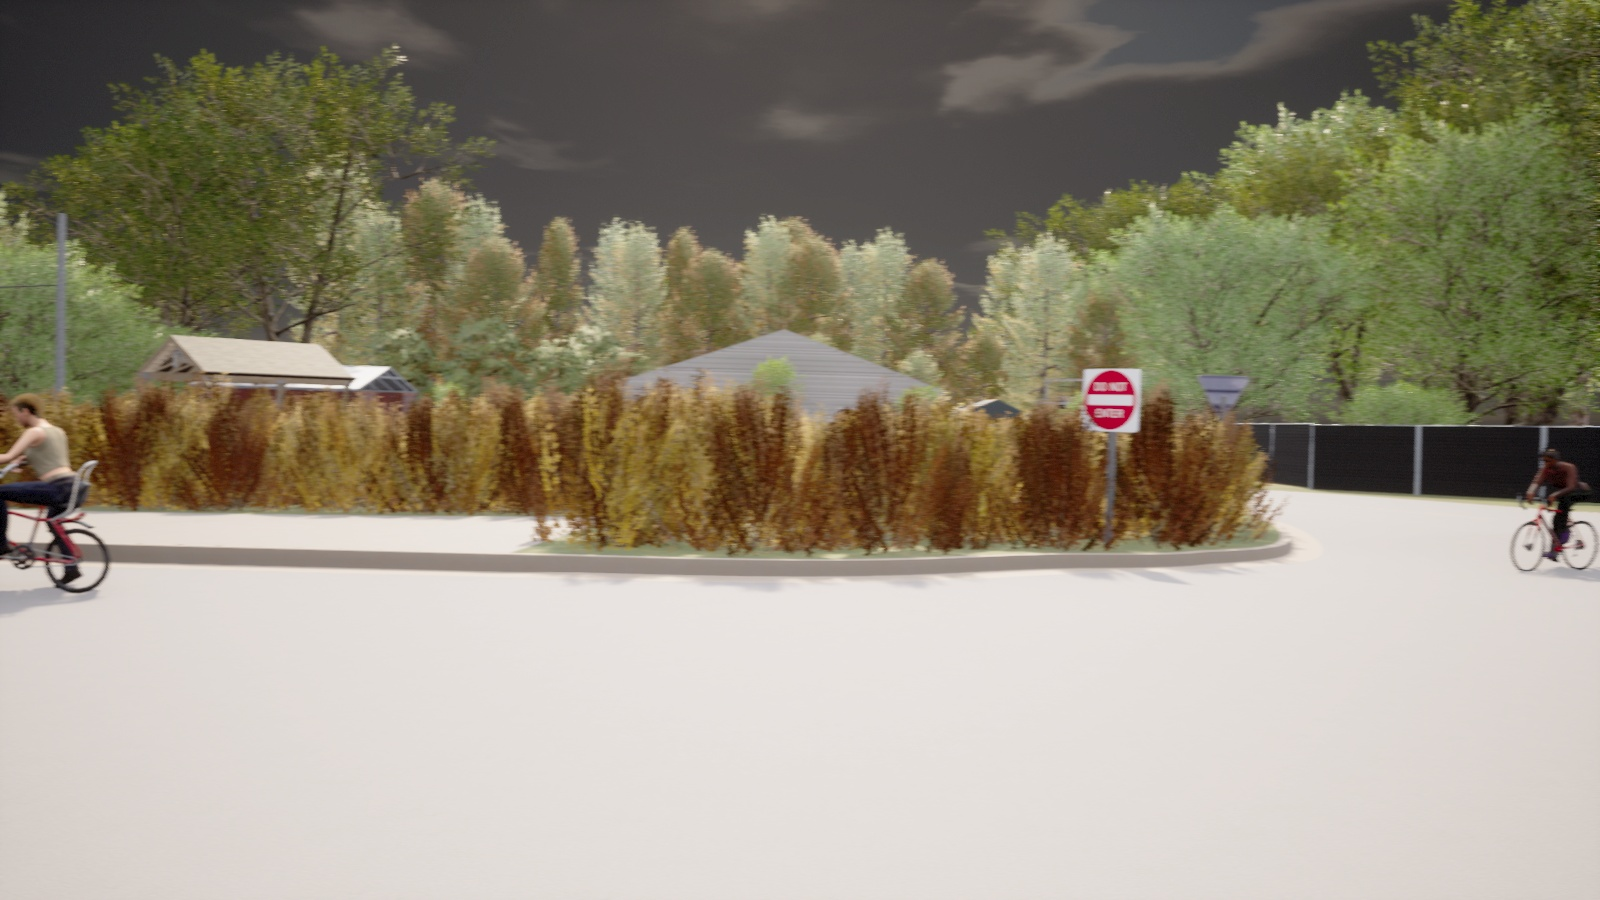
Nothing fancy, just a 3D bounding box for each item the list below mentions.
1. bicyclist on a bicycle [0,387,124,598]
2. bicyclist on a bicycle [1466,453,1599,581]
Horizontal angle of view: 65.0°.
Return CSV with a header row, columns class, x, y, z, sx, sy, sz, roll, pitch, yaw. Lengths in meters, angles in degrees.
class,x,y,z,sx,sy,sz,roll,pitch,yaw
bicyclist on a bicycle,-6.444,0.302,10.107,1.509,1.612,0.866,2,2,-1
bicyclist on a bicycle,9.735,0.877,16.669,1.656,1.620,0.582,1,2,-22
